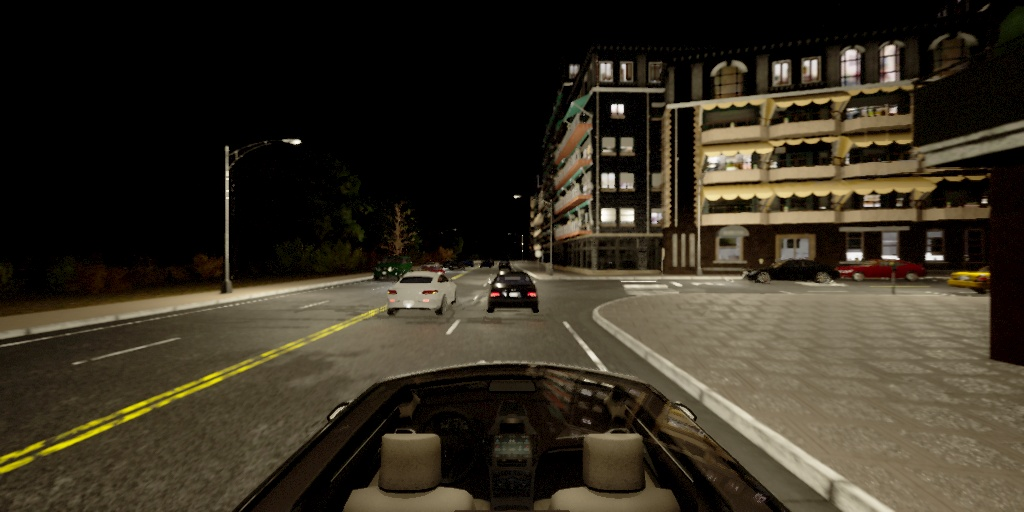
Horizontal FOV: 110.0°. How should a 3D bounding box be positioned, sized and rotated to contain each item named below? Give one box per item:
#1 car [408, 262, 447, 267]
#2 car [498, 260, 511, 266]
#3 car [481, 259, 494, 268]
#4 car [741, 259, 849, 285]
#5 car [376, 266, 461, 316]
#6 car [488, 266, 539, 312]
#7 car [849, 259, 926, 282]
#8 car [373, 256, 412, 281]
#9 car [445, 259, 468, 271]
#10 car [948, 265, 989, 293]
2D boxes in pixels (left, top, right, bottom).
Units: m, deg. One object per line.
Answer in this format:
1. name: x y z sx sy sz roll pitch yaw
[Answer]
1. car: -6.981 1.388 30.073 1.895 1.301 4.718 0 0 -2
2. car: -1.123 1.367 54.878 2.033 1.411 5.357 0 0 -2
3. car: -4.643 1.399 65.052 1.994 1.385 4.181 0 0 -1
4. car: 16.189 0.908 21.014 4.674 1.442 1.812 -1 0 15
5. car: -3.219 1.289 13.385 1.812 1.442 4.674 0 0 -1
6. car: 0.023 1.309 14.211 2.033 1.411 5.357 0 0 -1
7. car: 22.436 0.855 21.999 4.207 1.307 1.802 0 0 15
8. car: -10.268 1.013 31.377 2.150 2.045 5.566 0 0 -2
9. car: -7.593 1.324 49.552 1.837 1.490 4.892 0 -1 -2
10. car: 20.451 0.814 13.854 4.829 1.417 1.751 0 0 15
